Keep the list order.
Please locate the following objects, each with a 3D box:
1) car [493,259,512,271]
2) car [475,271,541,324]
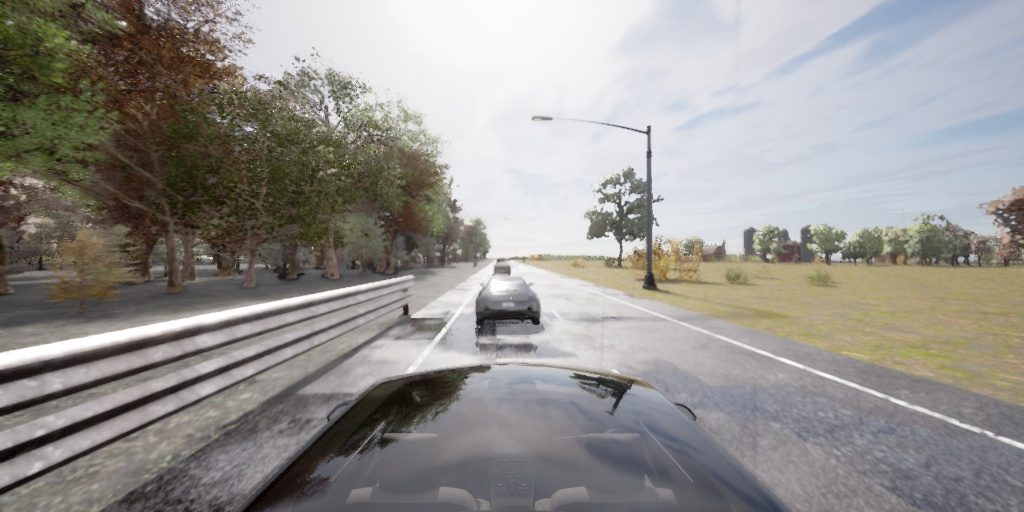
[{"bbox_3d":[-1.043,1.406,39.277,1.882,1.535,5.008,0,0,-2],"label":"car"},{"bbox_3d":[-0.165,1.363,12.172,1.994,1.385,4.181,0,0,-2],"label":"car"}]
